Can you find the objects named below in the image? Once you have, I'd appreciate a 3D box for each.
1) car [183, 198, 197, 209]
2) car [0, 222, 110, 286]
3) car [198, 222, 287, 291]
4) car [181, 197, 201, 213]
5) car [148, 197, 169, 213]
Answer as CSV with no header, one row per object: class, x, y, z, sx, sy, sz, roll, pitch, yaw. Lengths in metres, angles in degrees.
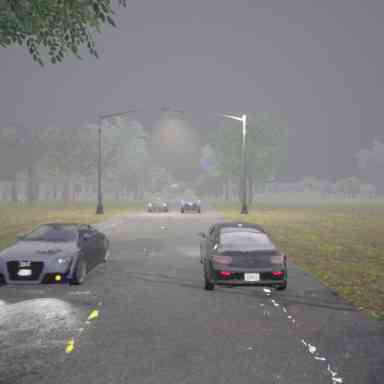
car,-0.240,1.606,47.029,1.994,1.385,4.181,0,0,1
car,-3.648,1.562,9.238,1.994,1.385,4.181,0,0,0
car,1.178,1.524,8.901,1.812,1.442,4.674,0,0,0
car,-0.125,1.377,37.363,2.097,1.767,4.553,0,0,0
car,-3.696,1.376,37.224,2.097,1.767,4.553,0,0,0
